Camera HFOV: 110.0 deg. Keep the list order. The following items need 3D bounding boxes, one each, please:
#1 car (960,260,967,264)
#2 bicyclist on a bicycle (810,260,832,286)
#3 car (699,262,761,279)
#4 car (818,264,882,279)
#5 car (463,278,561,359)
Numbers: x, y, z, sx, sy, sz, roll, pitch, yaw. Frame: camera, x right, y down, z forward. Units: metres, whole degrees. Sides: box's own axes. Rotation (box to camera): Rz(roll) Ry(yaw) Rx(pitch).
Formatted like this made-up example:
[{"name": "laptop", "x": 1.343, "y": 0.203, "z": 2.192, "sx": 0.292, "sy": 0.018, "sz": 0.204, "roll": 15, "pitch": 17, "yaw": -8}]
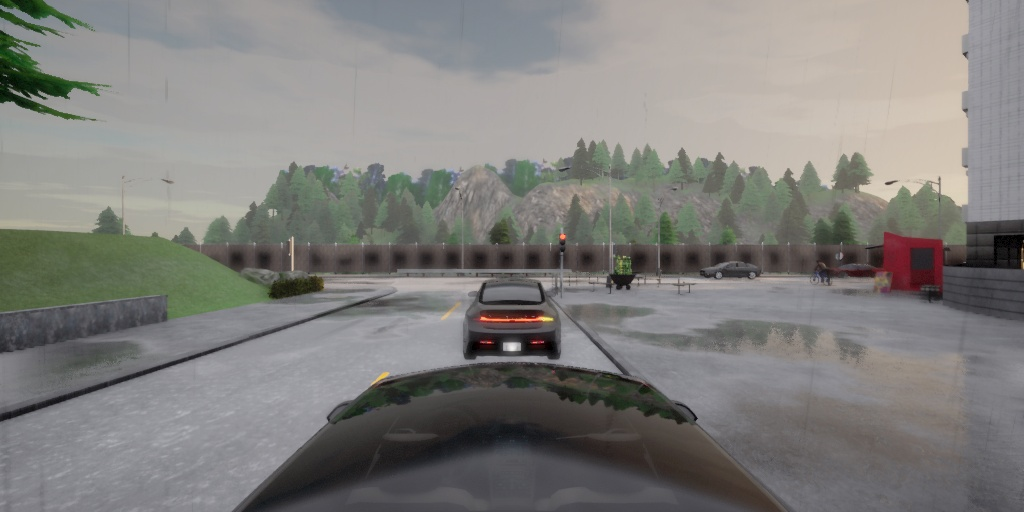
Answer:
[{"name": "car", "x": 40.909, "y": 1.102, "z": 31.554, "sx": 4.553, "sy": 1.767, "sz": 2.097, "roll": 0, "pitch": 0, "yaw": 0}, {"name": "bicyclist on a bicycle", "x": 19.804, "y": 1.099, "z": 22.992, "sx": 0.582, "sy": 1.620, "sz": 1.656, "roll": 0, "pitch": 0, "yaw": -1}, {"name": "car", "x": 19.046, "y": 1.255, "z": 31.384, "sx": 4.892, "sy": 1.490, "sz": 1.837, "roll": 0, "pitch": 0, "yaw": -1}, {"name": "car", "x": 29.793, "y": 1.351, "z": 31.478, "sx": 4.718, "sy": 1.301, "sz": 1.895, "roll": 0, "pitch": 0, "yaw": 0}, {"name": "car", "x": -0.001, "y": 1.255, "z": 8.357, "sx": 1.837, "sy": 1.490, "sz": 4.892, "roll": 0, "pitch": 0, "yaw": 0}]
